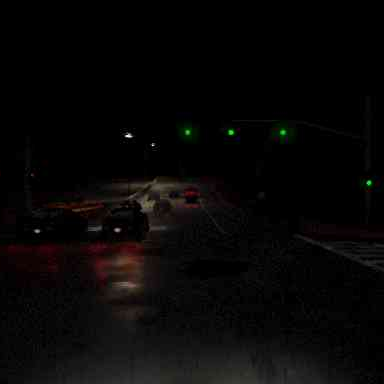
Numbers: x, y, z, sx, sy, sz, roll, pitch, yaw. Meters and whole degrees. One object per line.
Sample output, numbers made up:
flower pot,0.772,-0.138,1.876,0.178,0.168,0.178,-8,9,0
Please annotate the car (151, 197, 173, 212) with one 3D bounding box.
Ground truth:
car,-3.416,1.591,38.787,1.812,1.442,4.674,0,0,0

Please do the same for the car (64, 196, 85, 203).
car,-17.566,1.419,49.595,1.882,1.535,5.008,0,2,0

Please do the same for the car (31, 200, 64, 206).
car,-17.513,1.614,39.511,2.033,1.411,5.357,0,0,0

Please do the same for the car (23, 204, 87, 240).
car,-6.899,1.554,17.145,1.812,1.442,4.674,0,0,0

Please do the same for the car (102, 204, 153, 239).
car,-3.399,1.555,17.473,1.812,1.442,4.674,0,0,0

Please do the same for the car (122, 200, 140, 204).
car,-6.911,1.611,37.656,2.033,1.411,5.357,0,0,0

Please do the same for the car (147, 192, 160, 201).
car,-7.083,0.816,61.725,1.812,1.442,4.674,0,5,0

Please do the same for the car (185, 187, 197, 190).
car,-0.164,0.017,67.340,2.150,2.045,5.566,0,6,0

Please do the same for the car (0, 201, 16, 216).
car,-17.562,1.554,29.609,1.837,1.490,4.892,0,0,0

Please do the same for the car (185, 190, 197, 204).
car,-0.107,1.093,56.966,1.882,1.535,5.008,0,3,0

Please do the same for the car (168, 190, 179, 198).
car,-3.664,0.322,67.323,1.812,1.442,4.674,0,6,0
